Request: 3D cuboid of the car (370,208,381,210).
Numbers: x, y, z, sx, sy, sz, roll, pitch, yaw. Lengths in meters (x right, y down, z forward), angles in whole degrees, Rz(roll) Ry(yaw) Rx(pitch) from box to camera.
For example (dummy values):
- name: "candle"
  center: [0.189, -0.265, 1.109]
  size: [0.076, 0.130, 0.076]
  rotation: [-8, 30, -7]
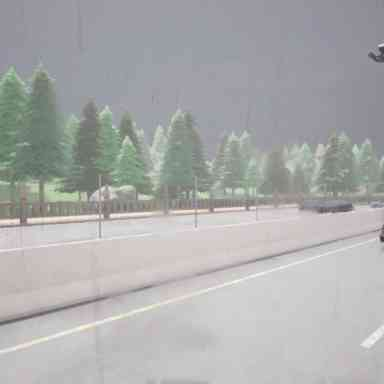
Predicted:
- name: "car"
  center: [19.813, 1.490, 33.915]
  size: [4.902, 1.511, 2.128]
  rotation: [0, 0, -43]

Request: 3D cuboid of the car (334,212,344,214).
- name: "car"
  center: [14.444, 1.476, 33.665]
  size: [5.008, 1.535, 1.882]
  rotation: [0, 0, -44]

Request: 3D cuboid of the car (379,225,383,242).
- name: "car"
  center: [9.657, 1.547, 14.117]
  size: [5.357, 1.411, 2.033]
  rotation: [0, 0, -44]
